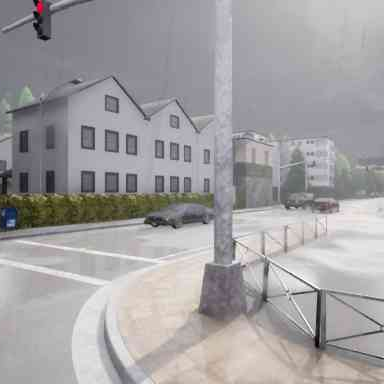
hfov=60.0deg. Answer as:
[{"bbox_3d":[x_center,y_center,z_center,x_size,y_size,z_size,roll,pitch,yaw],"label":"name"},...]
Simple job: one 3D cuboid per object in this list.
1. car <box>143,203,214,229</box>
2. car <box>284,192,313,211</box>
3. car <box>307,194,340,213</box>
[{"bbox_3d":[-0.516,1.359,20.212,2.033,1.411,5.357,0,0,35],"label":"car"},{"bbox_3d":[12.580,1.035,38.576,2.150,2.045,5.566,0,0,36],"label":"car"},{"bbox_3d":[13.515,1.289,33.611,1.882,1.535,5.008,0,0,35],"label":"car"}]
